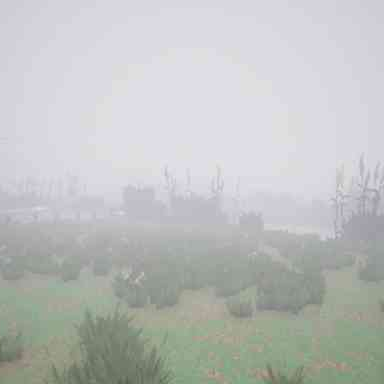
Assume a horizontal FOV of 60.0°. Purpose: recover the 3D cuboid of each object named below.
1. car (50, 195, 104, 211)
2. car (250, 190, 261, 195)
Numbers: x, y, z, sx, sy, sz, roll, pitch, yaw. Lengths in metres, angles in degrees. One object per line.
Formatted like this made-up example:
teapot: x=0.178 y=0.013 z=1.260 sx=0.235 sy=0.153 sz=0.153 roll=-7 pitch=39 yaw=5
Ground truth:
car: x=-10.407 y=1.107 z=30.325 sx=1.837 sy=1.490 sz=4.892 roll=0 pitch=3 yaw=41
car: x=10.286 y=0.765 z=47.464 sx=2.150 sy=2.045 sz=5.566 roll=0 pitch=-2 yaw=44
